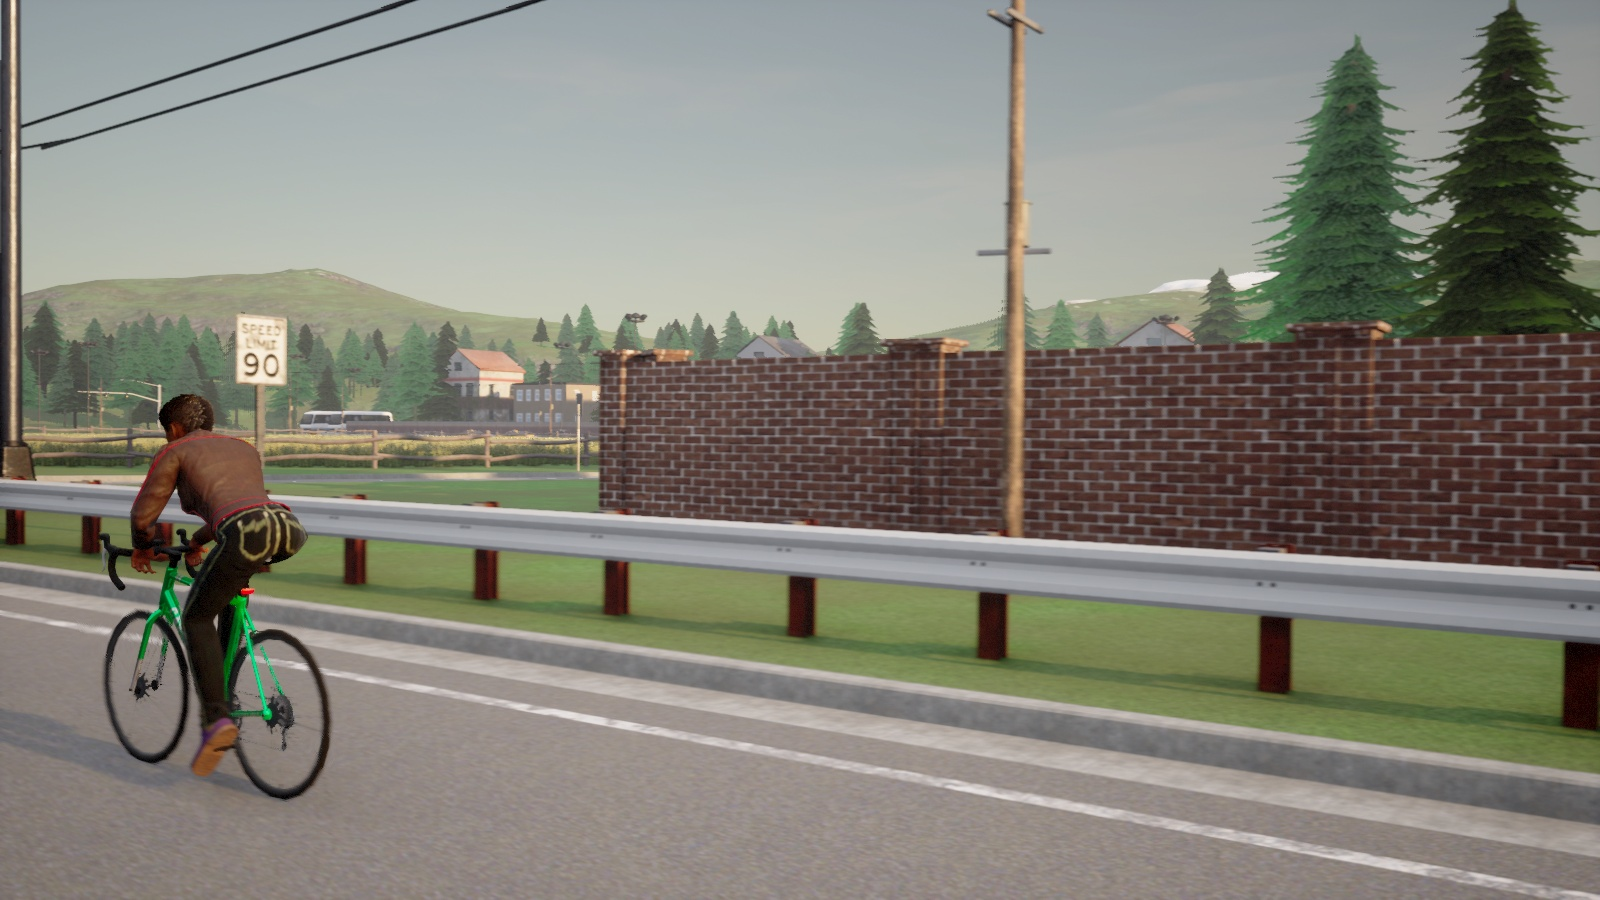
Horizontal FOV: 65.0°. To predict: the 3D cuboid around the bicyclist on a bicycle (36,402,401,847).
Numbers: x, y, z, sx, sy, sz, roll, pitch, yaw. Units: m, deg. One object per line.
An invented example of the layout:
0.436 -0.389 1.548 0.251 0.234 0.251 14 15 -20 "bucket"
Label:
-2.467 0.635 5.261 1.656 1.620 0.582 0 1 34 "bicyclist on a bicycle"
